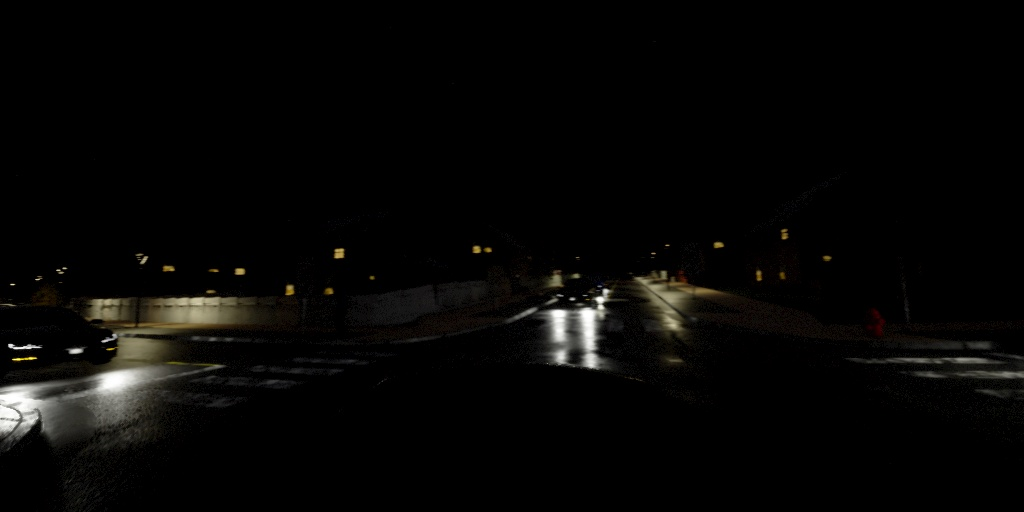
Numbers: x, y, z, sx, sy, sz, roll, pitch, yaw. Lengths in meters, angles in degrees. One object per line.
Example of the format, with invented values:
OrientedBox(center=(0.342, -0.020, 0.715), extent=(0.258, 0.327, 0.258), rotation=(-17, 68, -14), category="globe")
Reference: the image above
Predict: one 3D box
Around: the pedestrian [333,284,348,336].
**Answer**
OrientedBox(center=(-6.007, 1.869, 12.678), extent=(0.375, 1.860, 0.375), rotation=(-3, -6, 16), category="pedestrian")

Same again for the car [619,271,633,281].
OrientedBox(center=(19.236, 3.321, 60.489), extent=(2.097, 1.767, 4.553), rotation=(-3, -3, 17), category="car")

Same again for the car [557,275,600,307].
OrientedBox(center=(3.835, 2.063, 20.874), extent=(1.837, 1.490, 4.892), rotation=(-3, -3, 17), category="car")

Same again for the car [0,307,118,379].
OrientedBox(center=(-12.007, 1.998, 8.820), extent=(4.892, 1.490, 1.837), rotation=(-3, -6, 19), category="car")

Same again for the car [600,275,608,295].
OrientedBox(center=(6.679, 2.368, 29.994), extent=(1.882, 1.535, 5.008), rotation=(-3, -3, 17), category="car")
